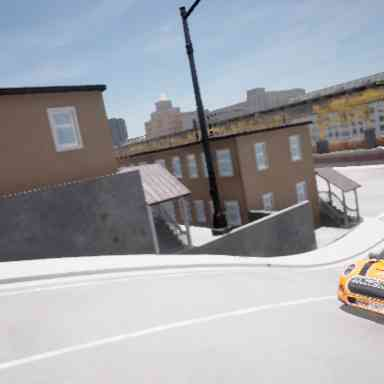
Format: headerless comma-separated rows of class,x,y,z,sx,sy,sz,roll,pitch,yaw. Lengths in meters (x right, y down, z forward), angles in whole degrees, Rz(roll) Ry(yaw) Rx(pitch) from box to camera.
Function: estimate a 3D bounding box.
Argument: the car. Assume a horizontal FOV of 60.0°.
car,5.551,1.994,7.992,4.553,1.767,2.097,9,-5,-35
